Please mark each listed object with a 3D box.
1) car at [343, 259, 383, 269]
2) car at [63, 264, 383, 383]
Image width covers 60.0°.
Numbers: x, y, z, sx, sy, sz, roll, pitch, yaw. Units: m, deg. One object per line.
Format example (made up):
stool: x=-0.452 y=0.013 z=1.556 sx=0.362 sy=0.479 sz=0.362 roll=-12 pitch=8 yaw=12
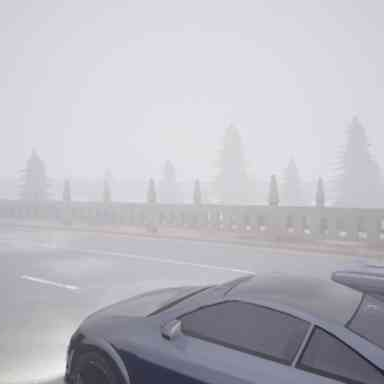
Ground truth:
car: x=4.542 y=1.574 z=4.919 sx=4.718 sy=1.301 sz=1.895 roll=0 pitch=0 yaw=36
car: x=0.651 y=1.547 z=3.293 sx=4.181 sy=1.385 sz=1.994 roll=0 pitch=0 yaw=34
